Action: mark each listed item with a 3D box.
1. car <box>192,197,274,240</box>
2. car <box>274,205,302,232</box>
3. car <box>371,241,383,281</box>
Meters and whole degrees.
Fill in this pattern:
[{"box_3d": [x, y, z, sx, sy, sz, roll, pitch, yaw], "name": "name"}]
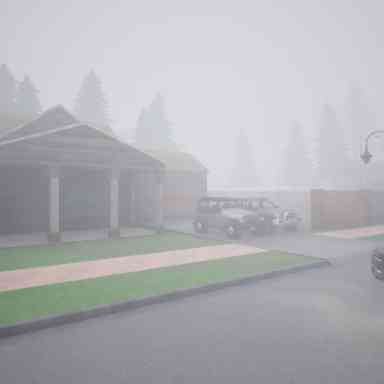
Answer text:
[{"box_3d": [1.684, 1.176, 16.093, 1.905, 1.878, 3.866, 0, 0, -36], "name": "car"}, {"box_3d": [3.494, 1.174, 17.880, 1.932, 1.855, 4.605, 0, 0, -36], "name": "car"}, {"box_3d": [6.650, 1.477, 8.748, 5.008, 1.535, 1.882, 0, 0, -35], "name": "car"}]
